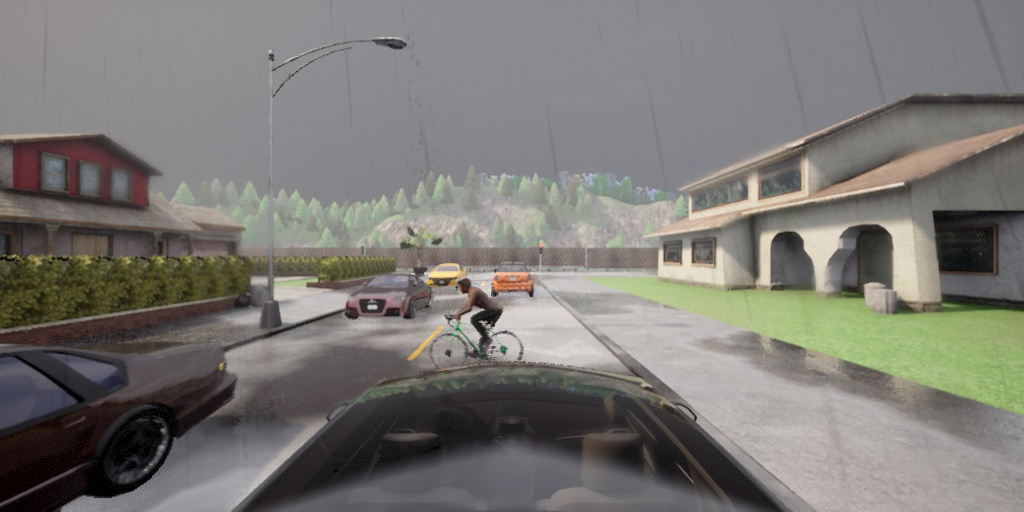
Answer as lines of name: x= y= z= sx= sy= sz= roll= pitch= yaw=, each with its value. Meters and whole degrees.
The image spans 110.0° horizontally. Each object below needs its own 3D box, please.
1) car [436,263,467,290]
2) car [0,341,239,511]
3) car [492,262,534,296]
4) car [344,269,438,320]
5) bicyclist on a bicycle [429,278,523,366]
car: x=-4.078 y=1.256 z=23.271 sx=1.882 sy=1.535 sz=5.008 roll=0 pitch=0 yaw=0
car: x=-4.094 y=1.298 z=1.759 sx=2.033 sy=1.411 sz=5.357 roll=0 pitch=0 yaw=0
car: x=0.037 y=1.125 z=19.509 sx=2.097 sy=1.767 sz=4.553 roll=0 pitch=0 yaw=0
car: x=-4.116 y=1.329 z=12.575 sx=1.994 sy=1.385 sz=4.181 roll=0 pitch=0 yaw=0
bicyclist on a bicycle: x=-0.641 y=1.205 z=6.267 sx=1.656 sy=1.620 sz=0.582 roll=-2 pitch=0 yaw=-1
